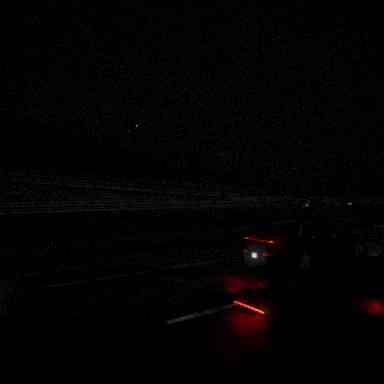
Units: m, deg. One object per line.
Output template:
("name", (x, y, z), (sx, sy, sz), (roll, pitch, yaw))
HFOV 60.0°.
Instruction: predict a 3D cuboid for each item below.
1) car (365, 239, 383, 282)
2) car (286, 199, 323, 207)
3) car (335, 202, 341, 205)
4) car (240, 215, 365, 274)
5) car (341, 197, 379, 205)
("car", (6.492, 1.569, 8.380), (4.181, 1.385, 1.994), (0, 0, -36))
("car", (13.408, 1.553, 39.358), (5.357, 1.411, 2.033), (0, 0, -35))
("car", (18.587, 1.356, 38.745), (4.553, 1.767, 2.097), (0, 0, -35))
("car", (3.709, 1.510, 10.694), (4.892, 1.490, 1.837), (0, 0, -35))
("car", (17.515, 1.532, 33.687), (4.674, 1.442, 1.812), (0, 0, -35))
